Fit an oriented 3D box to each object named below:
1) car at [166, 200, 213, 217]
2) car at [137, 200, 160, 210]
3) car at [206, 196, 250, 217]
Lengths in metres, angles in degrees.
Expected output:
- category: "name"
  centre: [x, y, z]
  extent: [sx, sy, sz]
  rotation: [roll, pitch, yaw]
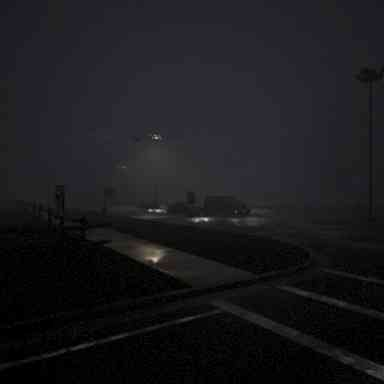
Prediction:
- category: "car"
  centre: [-0.608, 1.721, 33.500]
  extent: [2.033, 1.411, 5.357]
  rotation: [1, 0, -35]
- category: "car"
  centre: [-6.325, 1.809, 47.884]
  extent: [1.994, 1.385, 4.181]
  rotation: [1, 0, -35]
- category: "car"
  centre: [3.424, 1.429, 33.858]
  extent: [2.150, 2.045, 5.566]
  rotation: [1, -1, -35]
